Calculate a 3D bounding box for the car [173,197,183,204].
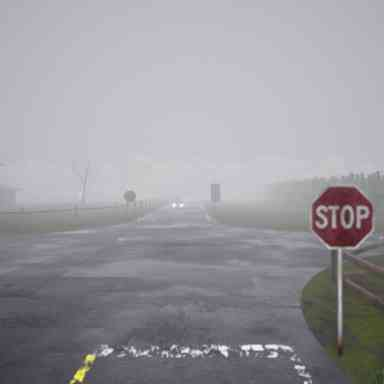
[{"bbox_3d":[-2.714,1.615,65.341,1.895,1.301,4.718,0,0,0],"label":"car"}]
